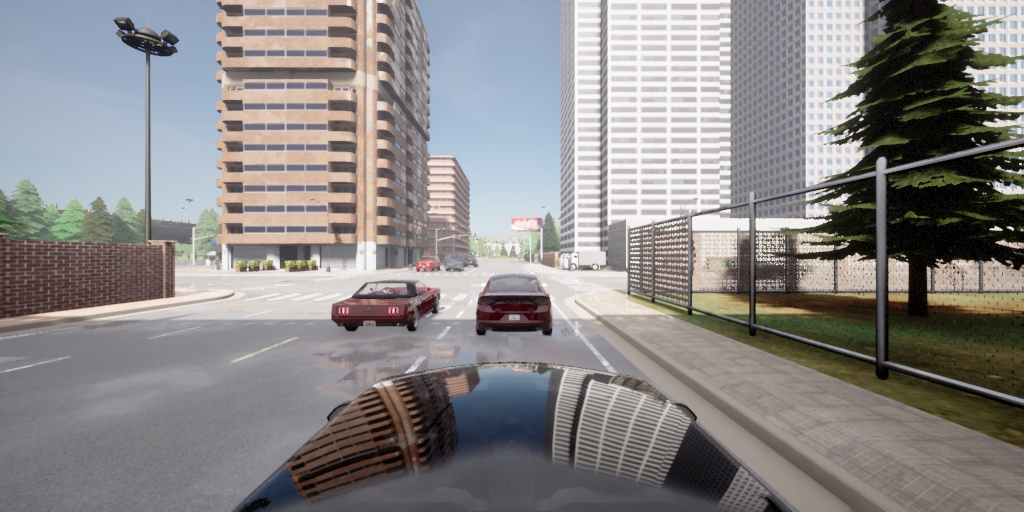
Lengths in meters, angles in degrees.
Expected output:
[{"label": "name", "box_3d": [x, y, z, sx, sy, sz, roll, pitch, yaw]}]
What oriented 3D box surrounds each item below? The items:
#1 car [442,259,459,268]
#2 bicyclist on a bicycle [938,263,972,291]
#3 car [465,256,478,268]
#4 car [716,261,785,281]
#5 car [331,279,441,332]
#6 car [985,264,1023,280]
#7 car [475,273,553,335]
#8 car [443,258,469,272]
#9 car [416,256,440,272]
[{"label": "car", "box_3d": [-10.700, 1.241, 62.539, 2.128, 1.511, 4.902, 0, 0, 0]}, {"label": "bicyclist on a bicycle", "box_3d": [22.384, 0.995, 18.286, 0.582, 1.620, 1.656, 0, 0, 0]}, {"label": "car", "box_3d": [-7.198, 0.972, 62.136, 2.150, 2.045, 5.566, 0, 0, 0]}, {"label": "car", "box_3d": [19.360, 1.172, 29.256, 5.008, 1.535, 1.882, 0, 0, 0]}, {"label": "car", "box_3d": [-3.455, 1.351, 10.896, 1.895, 1.301, 4.718, 0, 0, 0]}, {"label": "car", "box_3d": [42.079, 1.295, 29.327, 4.718, 1.301, 1.895, 0, 0, 0]}, {"label": "car", "box_3d": [0.059, 1.227, 10.501, 1.882, 1.535, 5.008, 0, 0, 0]}, {"label": "car", "box_3d": [-7.190, 1.296, 45.667, 2.033, 1.411, 5.357, 0, 0, 0]}, {"label": "car", "box_3d": [-10.686, 0.971, 46.095, 2.150, 2.045, 5.566, 0, 0, 0]}]
